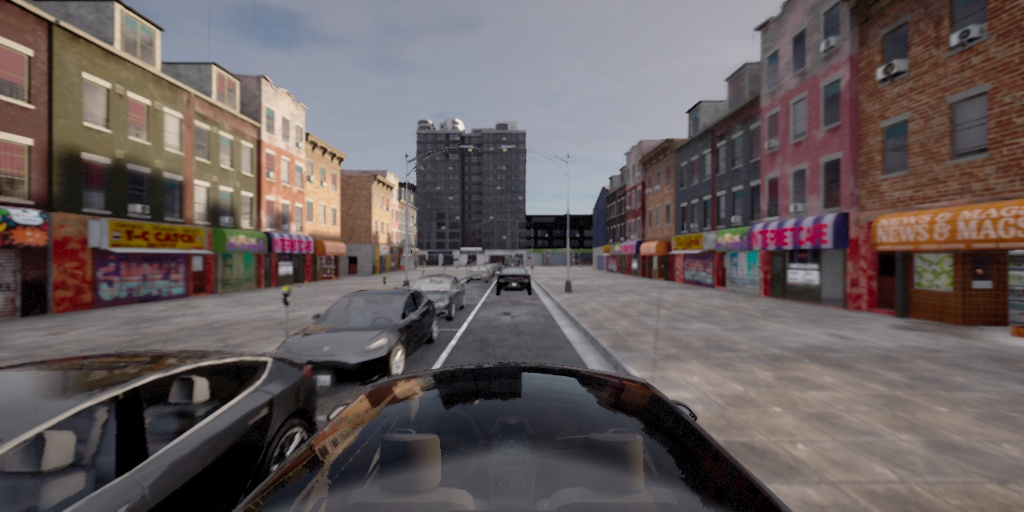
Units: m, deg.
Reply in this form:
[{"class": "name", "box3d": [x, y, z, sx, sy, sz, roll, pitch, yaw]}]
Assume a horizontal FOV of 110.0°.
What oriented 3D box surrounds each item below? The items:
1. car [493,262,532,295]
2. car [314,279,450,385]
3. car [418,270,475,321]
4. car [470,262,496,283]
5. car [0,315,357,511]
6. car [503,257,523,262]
[{"class": "car", "box3d": [0.103, 1.303, 20.675, 1.882, 1.535, 5.008, 0, 0, 0]}, {"class": "car", "box3d": [-2.637, 1.337, 7.076, 1.948, 1.339, 4.313, 0, 0, 0]}, {"class": "car", "box3d": [-2.637, 1.344, 12.528, 2.007, 1.370, 4.403, 0, 0, 0]}, {"class": "car", "box3d": [-2.637, 1.409, 28.885, 2.007, 1.370, 4.403, 0, 0, 0]}, {"class": "car", "box3d": [-2.638, 1.316, 1.624, 1.948, 1.339, 4.313, 0, 0, 0]}, {"class": "car", "box3d": [0.101, 1.130, 41.577, 2.150, 2.045, 5.566, 0, 0, 0]}]
